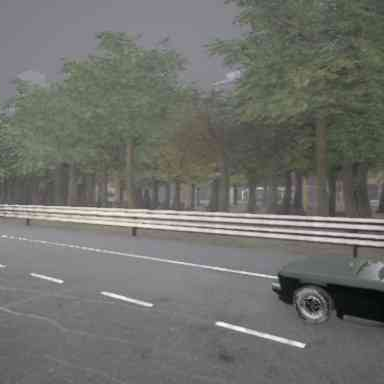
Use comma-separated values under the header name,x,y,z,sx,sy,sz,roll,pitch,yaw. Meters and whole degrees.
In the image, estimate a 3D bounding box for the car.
name,x,y,z,sx,sy,sz,roll,pitch,yaw
car,3.797,1.601,5.459,4.718,1.301,1.895,0,0,35
